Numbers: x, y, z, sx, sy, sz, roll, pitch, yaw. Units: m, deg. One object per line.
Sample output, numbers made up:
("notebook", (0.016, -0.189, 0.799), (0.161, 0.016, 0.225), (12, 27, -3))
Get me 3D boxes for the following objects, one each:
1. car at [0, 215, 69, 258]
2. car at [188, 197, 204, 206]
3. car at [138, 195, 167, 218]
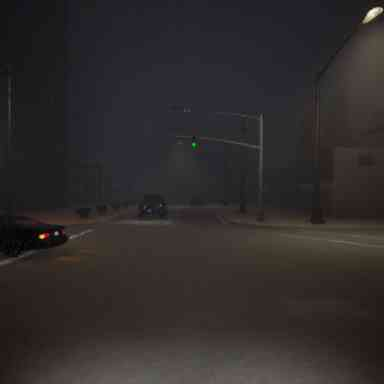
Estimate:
("car", (-7.506, 1.577, 12.490), (5.357, 1.411, 2.033), (0, 0, 5))
("car", (0.723, 1.621, 56.026), (1.812, 1.442, 4.674), (0, 0, 12))
("car", (-3.600, 1.259, 31.055), (2.150, 2.045, 5.566), (0, 0, 0))
